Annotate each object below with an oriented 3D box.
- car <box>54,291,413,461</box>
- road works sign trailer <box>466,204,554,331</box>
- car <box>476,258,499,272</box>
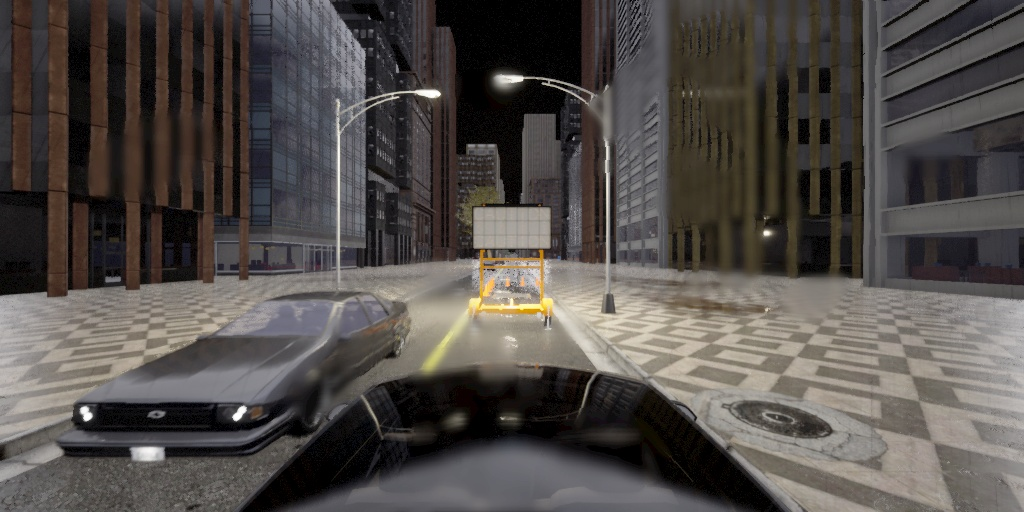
[{"bbox_3d":[-3.103,1.298,5.714,2.033,1.411,5.357,0,0,0],"label":"car"},{"bbox_3d":[-0.007,0.215,10.981,2.380,3.560,2.880,0,0,0],"label":"road works sign trailer"},{"bbox_3d":[-3.132,1.307,45.704,2.033,1.411,5.357,0,0,0],"label":"car"}]
